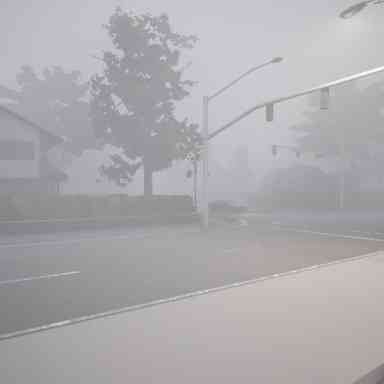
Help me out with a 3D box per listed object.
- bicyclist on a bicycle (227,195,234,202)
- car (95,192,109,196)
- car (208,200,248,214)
[{"bbox_3d":[5.913,1.303,51.108,1.656,1.620,0.582,0,0,-36],"label":"bicyclist on a bicycle"},{"bbox_3d":[-20.412,1.049,75.266,2.150,2.045,5.566,0,0,-36],"label":"car"},{"bbox_3d":[3.613,1.547,36.546,2.033,1.411,5.357,0,0,-36],"label":"car"}]
